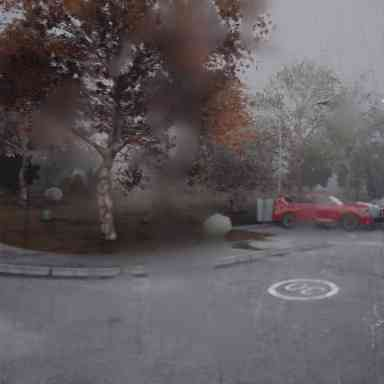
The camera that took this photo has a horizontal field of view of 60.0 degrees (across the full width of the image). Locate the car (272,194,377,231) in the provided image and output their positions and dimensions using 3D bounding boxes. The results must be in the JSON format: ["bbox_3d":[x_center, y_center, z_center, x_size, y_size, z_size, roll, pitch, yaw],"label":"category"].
[{"bbox_3d":[7.622,1.125,19.861,5.566,2.045,2.435,-1,-1,31],"label":"car"}]

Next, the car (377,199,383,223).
[{"bbox_3d":[9.873,1.388,21.720,4.792,1.488,2.163,-1,0,31],"label":"car"}]
